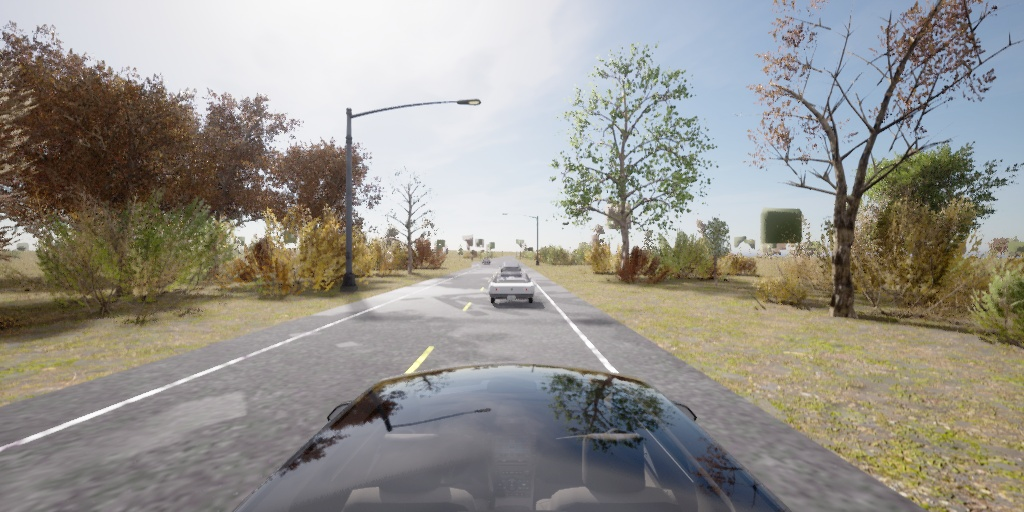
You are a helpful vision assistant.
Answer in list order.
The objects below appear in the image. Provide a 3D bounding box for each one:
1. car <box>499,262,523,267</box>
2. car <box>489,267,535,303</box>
[{"bbox_3d":[-0.078,1.243,31.509,2.128,1.511,4.902,0,0,0],"label":"car"},{"bbox_3d":[-0.017,1.364,16.534,1.895,1.301,4.718,0,0,0],"label":"car"}]
